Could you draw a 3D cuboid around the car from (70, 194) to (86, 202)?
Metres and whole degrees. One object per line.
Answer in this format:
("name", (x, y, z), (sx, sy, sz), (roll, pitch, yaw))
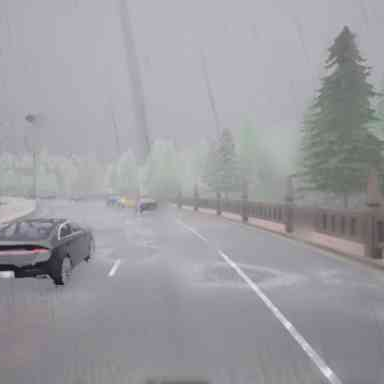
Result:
("car", (-22.707, 1.175, 66.176), (2.128, 1.511, 4.902), (0, 0, -38))

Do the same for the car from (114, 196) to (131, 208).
("car", (-8.792, 1.293, 44.841), (1.801, 1.575, 5.366), (0, 0, -24))

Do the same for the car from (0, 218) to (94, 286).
("car", (-4.008, 1.466, 9.208), (2.128, 1.511, 4.902), (0, 0, -5))

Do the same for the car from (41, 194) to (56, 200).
("car", (-34.116, 1.137, 78.861), (5.008, 1.535, 1.882), (0, 0, 43))

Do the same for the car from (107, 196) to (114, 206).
("car", (-11.596, 1.301, 50.584), (1.882, 1.535, 5.008), (0, 0, -28))

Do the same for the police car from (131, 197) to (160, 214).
("police car", (-4.741, 1.292, 34.564), (1.930, 1.638, 5.238), (0, 0, -19))
